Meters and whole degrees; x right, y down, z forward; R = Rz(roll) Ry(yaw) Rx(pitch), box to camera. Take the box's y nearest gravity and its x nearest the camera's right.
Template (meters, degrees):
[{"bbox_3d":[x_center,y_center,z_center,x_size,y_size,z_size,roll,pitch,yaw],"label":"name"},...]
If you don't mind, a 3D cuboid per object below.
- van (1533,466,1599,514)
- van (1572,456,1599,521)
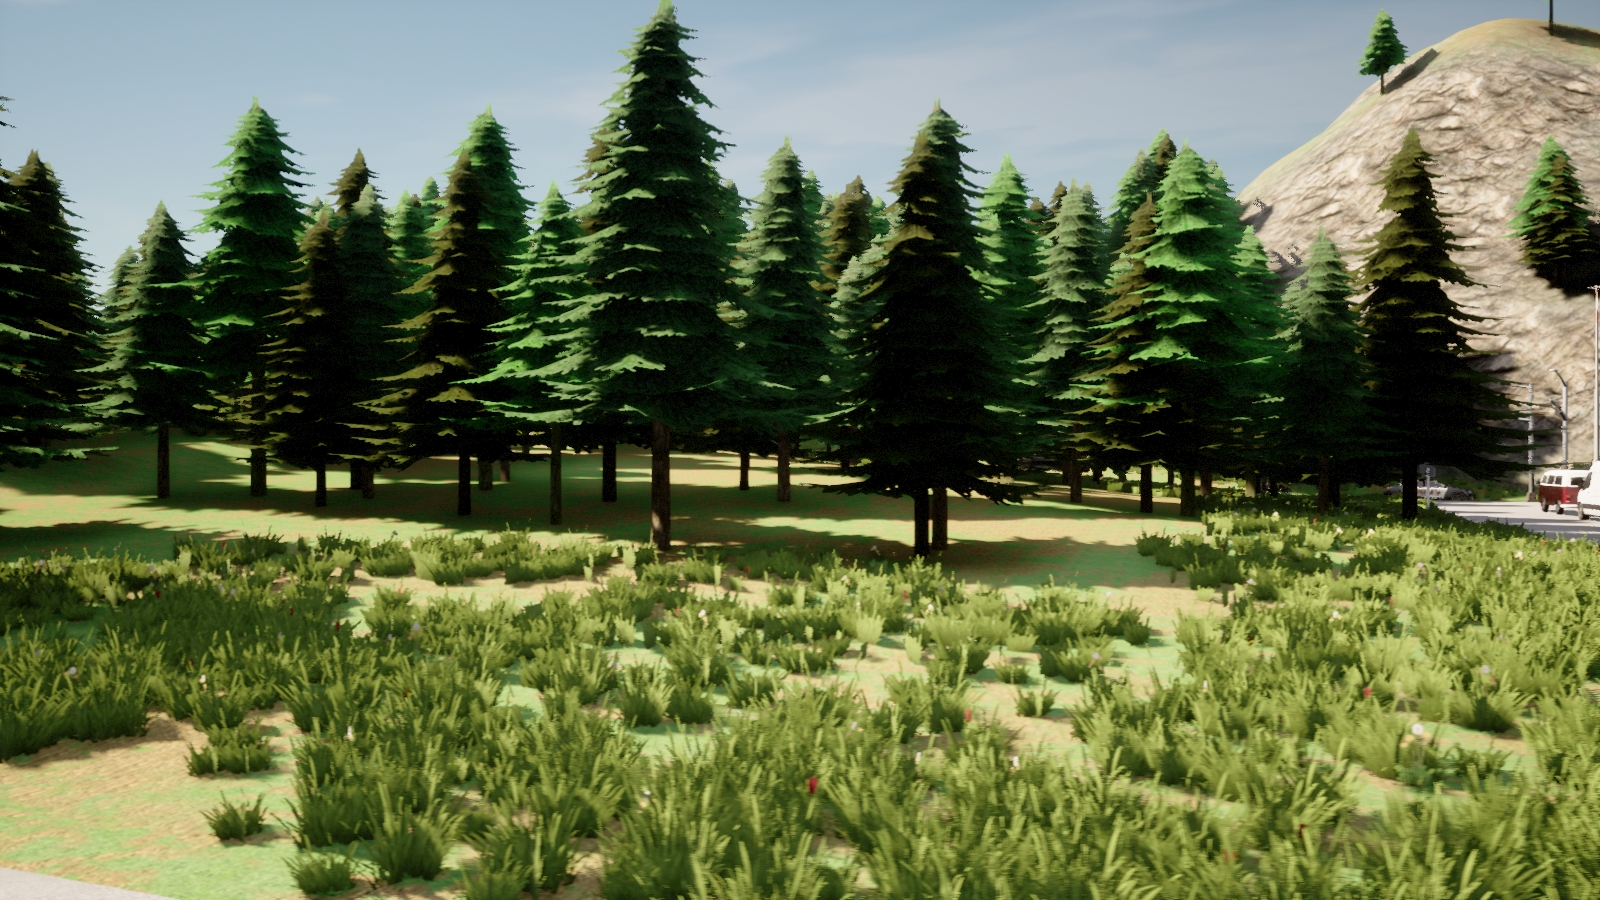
[{"bbox_3d":[35.666,1.792,52.814,2.069,2.038,4.480,0,0,20],"label":"van"},{"bbox_3d":[33.230,1.544,46.150,1.988,2.561,5.915,0,0,20],"label":"van"}]
